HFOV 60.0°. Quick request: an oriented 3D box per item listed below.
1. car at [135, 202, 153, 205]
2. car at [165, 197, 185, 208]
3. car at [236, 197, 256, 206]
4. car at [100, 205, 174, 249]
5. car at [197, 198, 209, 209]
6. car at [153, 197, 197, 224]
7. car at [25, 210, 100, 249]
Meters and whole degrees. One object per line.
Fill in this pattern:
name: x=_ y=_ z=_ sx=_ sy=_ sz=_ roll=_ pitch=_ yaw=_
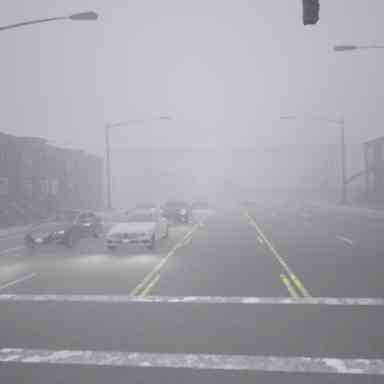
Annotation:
car: x=-4.142 y=1.600 z=28.792 sx=2.033 sy=1.411 sz=5.357 roll=-1 pitch=0 yaw=7
car: x=-2.223 y=1.382 z=44.876 sx=1.895 sy=1.301 sz=4.718 roll=-1 pitch=0 yaw=6
car: x=8.013 y=1.334 z=50.093 sx=1.895 sy=1.301 sz=4.718 roll=-1 pitch=0 yaw=-7
car: x=-2.221 y=1.558 z=14.816 sx=1.812 sy=1.442 sz=4.674 roll=-1 pitch=0 yaw=7
car: x=1.258 y=1.502 z=44.475 sx=1.895 sy=1.301 sz=4.718 roll=-1 pitch=0 yaw=6
car: x=-1.135 y=1.346 z=24.290 sx=2.097 sy=1.767 sz=4.553 roll=-1 pitch=0 yaw=7
car: x=-5.672 y=1.604 z=15.355 sx=2.128 sy=1.511 sz=4.902 roll=-1 pitch=0 yaw=6
